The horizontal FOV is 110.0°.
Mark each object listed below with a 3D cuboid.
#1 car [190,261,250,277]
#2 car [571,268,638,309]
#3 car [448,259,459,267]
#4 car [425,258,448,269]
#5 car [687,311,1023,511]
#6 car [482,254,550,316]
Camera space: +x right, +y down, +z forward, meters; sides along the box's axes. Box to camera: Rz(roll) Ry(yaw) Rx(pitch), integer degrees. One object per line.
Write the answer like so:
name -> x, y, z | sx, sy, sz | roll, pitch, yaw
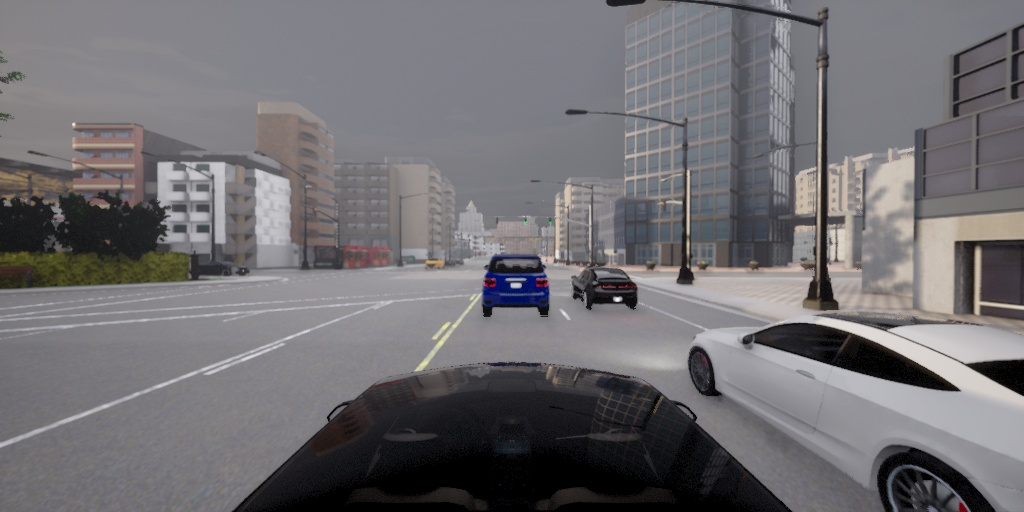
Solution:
car -> -25.556, 1.102, 31.473 | 4.181, 1.385, 1.994 | 0, 1, 1
car -> 3.643, 1.216, 14.750 | 1.837, 1.490, 4.892 | 0, 0, 0
car -> -10.408, 1.121, 58.131 | 1.895, 1.301, 4.718 | 0, 0, 1
car -> -10.439, 0.976, 48.700 | 1.882, 1.535, 5.008 | 0, 0, 0
car -> 3.603, 1.289, 3.609 | 1.812, 1.442, 4.674 | 0, 0, 0
car -> 0.127, 0.938, 13.258 | 2.150, 2.045, 5.566 | 0, 1, 0
